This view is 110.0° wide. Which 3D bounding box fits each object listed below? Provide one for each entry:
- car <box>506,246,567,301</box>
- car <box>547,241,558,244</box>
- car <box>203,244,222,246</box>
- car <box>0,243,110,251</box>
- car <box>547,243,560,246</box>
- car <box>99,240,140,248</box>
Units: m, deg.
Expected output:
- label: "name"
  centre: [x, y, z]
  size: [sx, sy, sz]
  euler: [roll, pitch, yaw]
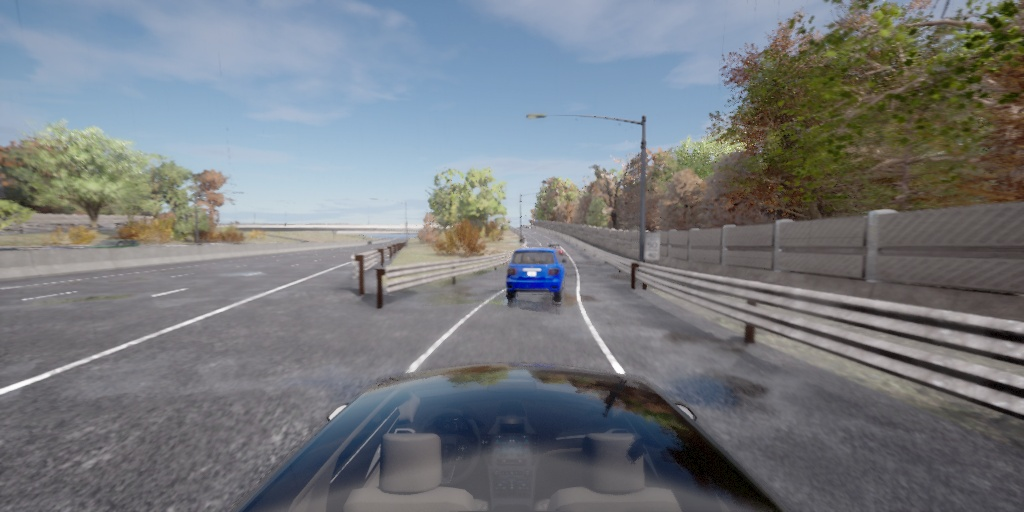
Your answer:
- label: "car"
  centre: [1.159, 0.681, 15.584]
  size: [2.150, 2.045, 5.566]
  euler: [0, 1, 9]
- label: "car"
  centre: [6.915, -1.709, 59.836]
  size: [1.882, 1.535, 5.008]
  euler: [0, 6, 3]
- label: "car"
  centre: [-38.078, -0.799, 45.551]
  size: [2.128, 1.511, 4.902]
  euler: [-1, 2, -16]
- label: "car"
  centre: [-32.549, 0.052, 25.827]
  size: [2.128, 1.511, 4.902]
  euler: [-1, 2, -16]
- label: "car"
  centre: [6.133, -0.665, 49.868]
  size: [1.895, 1.301, 4.718]
  euler: [0, 5, 5]
- label: "car"
  centre: [-43.612, -0.787, 39.328]
  size: [2.150, 2.045, 5.566]
  euler: [-1, 3, -15]
